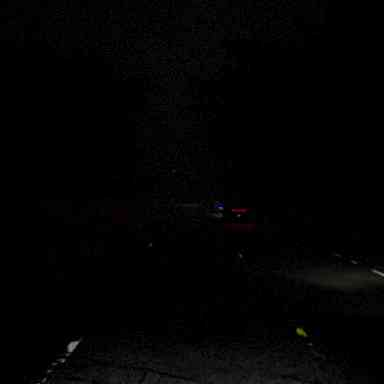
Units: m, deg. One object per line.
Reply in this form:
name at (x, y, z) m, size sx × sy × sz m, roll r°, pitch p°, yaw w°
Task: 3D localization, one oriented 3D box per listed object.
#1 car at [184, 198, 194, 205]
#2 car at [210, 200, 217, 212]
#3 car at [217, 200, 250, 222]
car at (-0.684, 1.929, 69.583) m, size 2.033 × 1.411 × 5.357 m, roll 0°, pitch -1°, yaw -1°
car at (3.335, 1.669, 41.322) m, size 1.812 × 1.442 × 4.674 m, roll 0°, pitch 0°, yaw 0°
car at (3.486, 1.561, 27.077) m, size 2.128 × 1.511 × 4.902 m, roll 0°, pitch 0°, yaw 0°
